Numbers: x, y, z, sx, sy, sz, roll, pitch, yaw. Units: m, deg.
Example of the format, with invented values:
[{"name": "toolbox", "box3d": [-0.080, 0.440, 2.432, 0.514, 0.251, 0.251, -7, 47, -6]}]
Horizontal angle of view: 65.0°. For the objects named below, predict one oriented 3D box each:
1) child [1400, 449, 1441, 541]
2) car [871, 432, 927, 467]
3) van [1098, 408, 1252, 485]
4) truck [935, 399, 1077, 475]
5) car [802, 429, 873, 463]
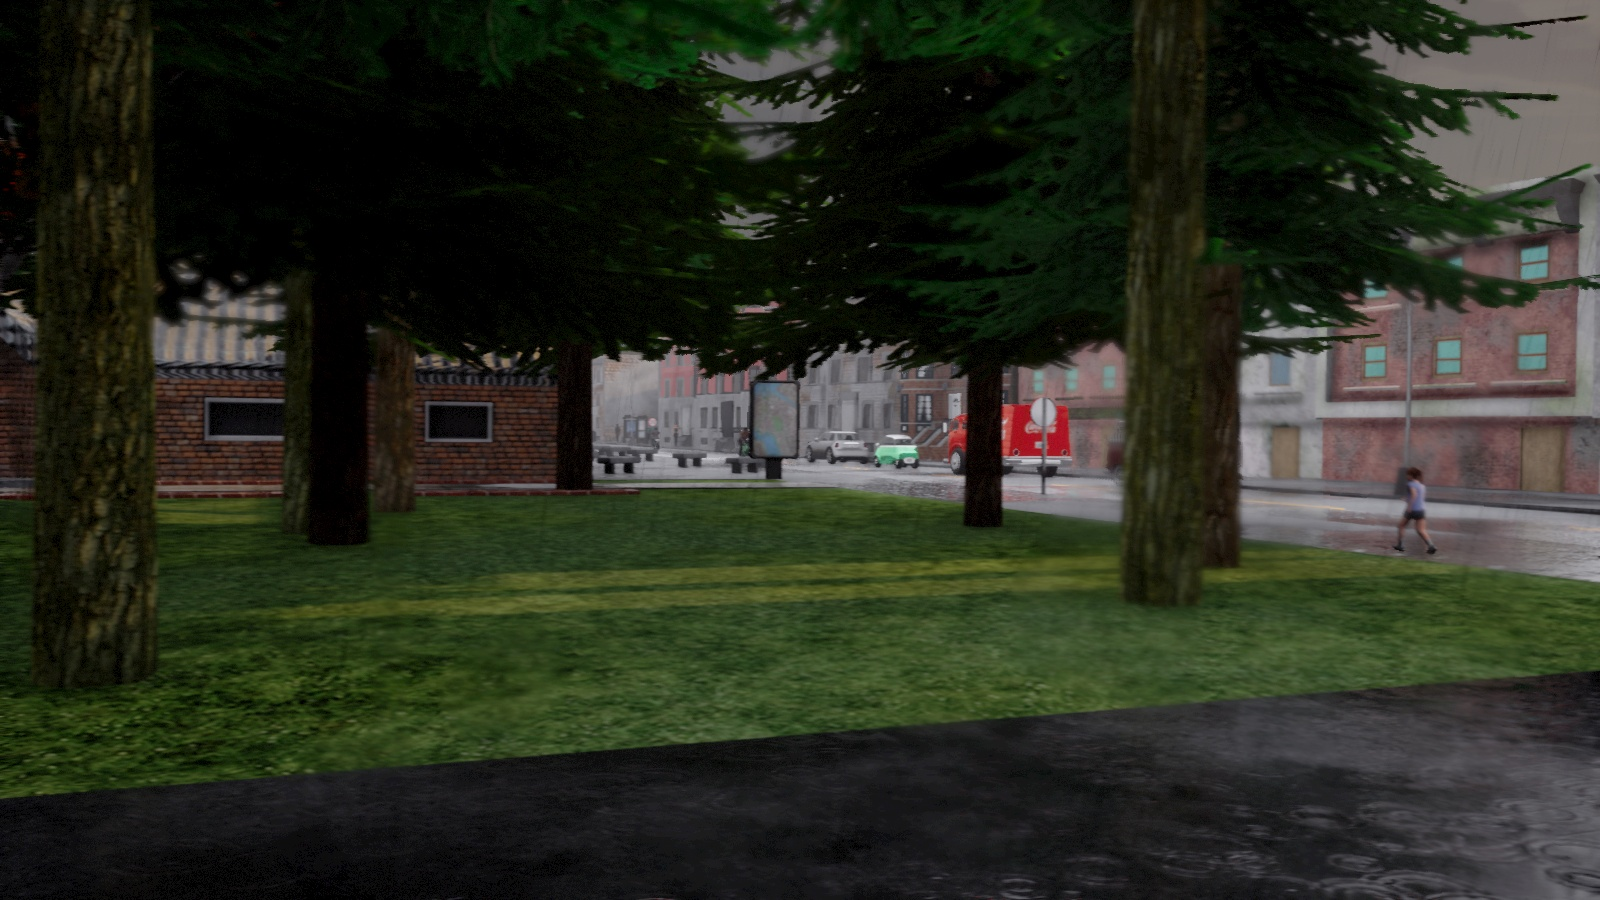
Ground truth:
[{"name": "child", "box3d": [7.671, 0.552, 15.527, 0.255, 1.110, 0.394, -1, 1, -20]}, {"name": "car", "box3d": [4.071, -0.033, 51.730, 1.481, 1.376, 2.207, -1, 1, -20]}, {"name": "van", "box3d": [10.334, -0.130, 34.935, 1.775, 1.987, 4.442, -1, 1, -20]}, {"name": "truck", "box3d": [7.062, -0.476, 43.689, 2.627, 2.467, 5.204, -1, 1, -20]}, {"name": "car", "box3d": [1.709, -0.199, 58.035, 1.970, 1.475, 3.806, -1, 1, -21]}]
